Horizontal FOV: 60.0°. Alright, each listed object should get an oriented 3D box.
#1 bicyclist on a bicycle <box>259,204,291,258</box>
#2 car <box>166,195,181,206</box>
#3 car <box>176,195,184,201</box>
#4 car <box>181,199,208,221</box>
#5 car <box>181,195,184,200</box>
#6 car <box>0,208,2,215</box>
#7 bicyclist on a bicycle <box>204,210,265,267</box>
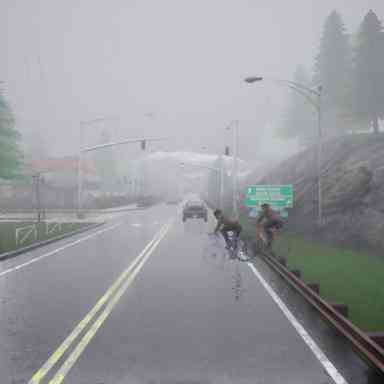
[{"bbox_3d":[2.246,1.140,9.916,0.582,1.620,1.656,21,-20,-37],"label":"bicyclist on a bicycle"},{"bbox_3d":[-3.256,1.502,56.145,1.837,1.490,4.892,0,0,1],"label":"car"},{"bbox_3d":[-2.992,1.460,86.566,1.882,1.535,5.008,0,0,0],"label":"car"},{"bbox_3d":[0.245,1.503,26.818,1.837,1.490,4.892,0,0,0],"label":"car"},{"bbox_3d":[-3.085,1.352,71.214,2.097,1.767,4.553,0,0,0],"label":"car"},{"bbox_3d":[-20.763,1.665,31.706,4.892,1.490,1.837,0,0,1],"label":"car"},{"bbox_3d":[1.001,1.291,9.606,1.656,1.620,0.582,-17,-21,27],"label":"bicyclist on a bicycle"}]
